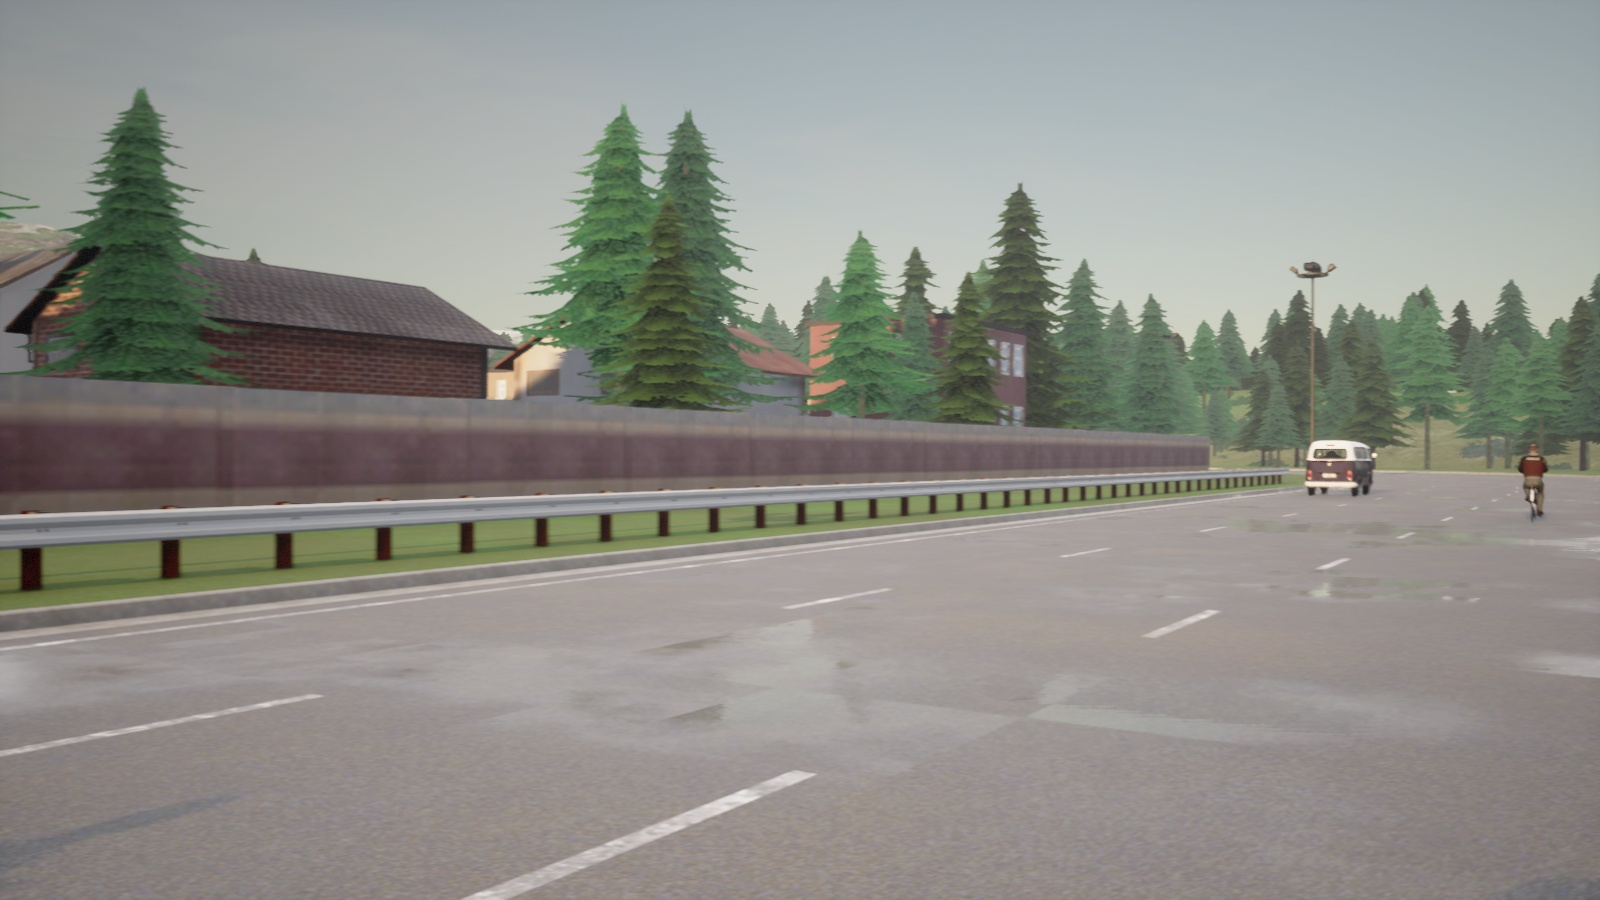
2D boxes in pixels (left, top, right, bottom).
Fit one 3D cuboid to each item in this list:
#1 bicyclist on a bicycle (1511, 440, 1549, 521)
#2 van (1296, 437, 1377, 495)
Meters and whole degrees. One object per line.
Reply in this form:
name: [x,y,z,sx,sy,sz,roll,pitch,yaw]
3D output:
bicyclist on a bicycle: [16.646,0.674,28.628,0.659,1.776,1.843,0,0,33]
van: [20.146,0.574,47.065,2.069,2.038,4.480,0,0,33]
